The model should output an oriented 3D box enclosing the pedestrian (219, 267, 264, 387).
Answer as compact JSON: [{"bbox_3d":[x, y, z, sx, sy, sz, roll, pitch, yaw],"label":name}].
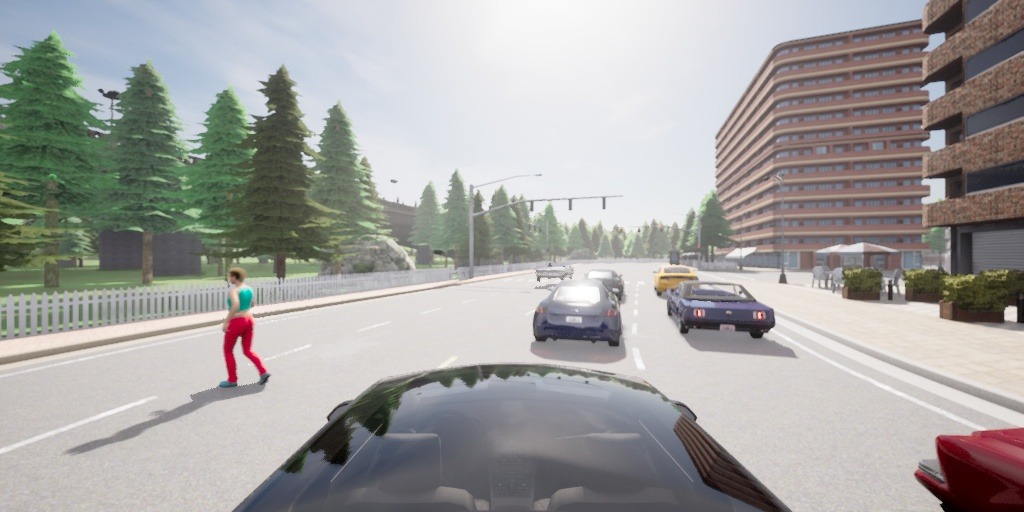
[{"bbox_3d":[-4.131,1.045,5.457,0.375,1.860,0.375,0,0,9],"label":"pedestrian"}]

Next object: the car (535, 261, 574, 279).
[{"bbox_3d":[3.018,1.009,24.568,1.895,1.301,4.718,0,0,20],"label":"car"}]

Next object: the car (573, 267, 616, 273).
[{"bbox_3d":[4.417,1.321,17.533,1.994,1.385,4.181,0,0,19],"label":"car"}]

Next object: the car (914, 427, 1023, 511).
[{"bbox_3d":[3.718,1.351,0.240,1.895,1.301,4.718,0,0,-2],"label":"car"}]

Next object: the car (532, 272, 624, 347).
[{"bbox_3d":[1.856,1.317,9.533,1.994,1.385,4.181,0,0,16],"label":"car"}]

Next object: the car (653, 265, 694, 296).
[{"bbox_3d":[8.642,1.236,19.116,1.882,1.535,5.008,0,0,19],"label":"car"}]

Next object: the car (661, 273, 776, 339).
[{"bbox_3d":[5.597,1.355,10.283,1.895,1.301,4.718,0,0,18],"label":"car"}]
